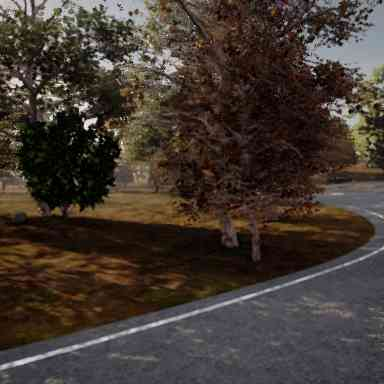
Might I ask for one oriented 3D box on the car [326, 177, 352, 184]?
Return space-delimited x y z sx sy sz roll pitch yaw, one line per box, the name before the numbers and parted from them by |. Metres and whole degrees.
car | 29.538 -2.342 66.920 4.718 1.301 1.895 -4 3 -10
